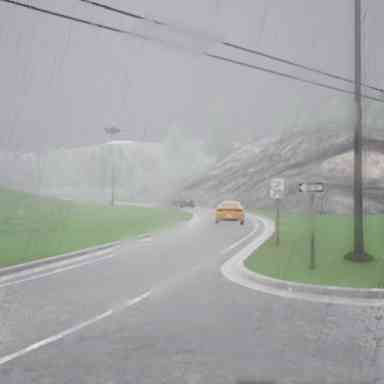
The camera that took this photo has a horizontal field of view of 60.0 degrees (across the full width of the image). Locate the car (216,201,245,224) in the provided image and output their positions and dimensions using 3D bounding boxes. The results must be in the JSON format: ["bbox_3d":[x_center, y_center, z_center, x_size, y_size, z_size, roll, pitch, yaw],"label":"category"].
[{"bbox_3d":[2.773,1.380,23.896,1.882,1.535,5.008,0,0,9],"label":"car"}]

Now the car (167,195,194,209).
[{"bbox_3d":[-1.566,1.206,43.459,2.097,1.767,4.553,0,0,-29],"label":"car"}]
